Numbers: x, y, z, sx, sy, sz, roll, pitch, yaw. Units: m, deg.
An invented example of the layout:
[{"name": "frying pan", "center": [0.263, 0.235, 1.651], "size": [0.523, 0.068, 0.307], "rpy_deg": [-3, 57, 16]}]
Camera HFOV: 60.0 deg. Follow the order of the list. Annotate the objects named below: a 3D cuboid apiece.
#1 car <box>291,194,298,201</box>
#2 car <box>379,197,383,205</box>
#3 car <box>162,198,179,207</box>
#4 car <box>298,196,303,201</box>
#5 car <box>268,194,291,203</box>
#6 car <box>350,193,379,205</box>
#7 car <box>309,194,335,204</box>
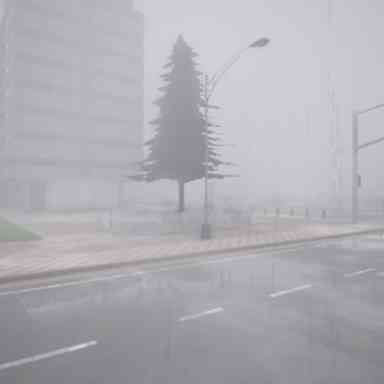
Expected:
[{"name": "car", "center": [23.577, 1.579, 82.703], "size": [1.784, 1.438, 3.905], "rpy_deg": [0, 0, -36]}, {"name": "car", "center": [41.390, 1.614, 76.886], "size": [1.784, 1.438, 3.905], "rpy_deg": [0, 0, -36]}, {"name": "car", "center": [-3.099, 1.616, 52.989], "size": [1.812, 1.442, 4.674], "rpy_deg": [0, 0, -36]}, {"name": "car", "center": [25.733, 1.377, 84.301], "size": [1.932, 1.855, 4.605], "rpy_deg": [0, 0, -36]}, {"name": "car", "center": [21.219, 1.601, 81.023], "size": [1.970, 1.475, 3.806], "rpy_deg": [0, 0, -36]}, {"name": "car", "center": [38.995, 1.394, 75.257], "size": [1.932, 1.855, 4.605], "rpy_deg": [0, 0, -36]}, {"name": "car", "center": [25.286, 1.583, 65.377], "size": [1.970, 1.475, 3.806], "rpy_deg": [0, 0, -36]}]
